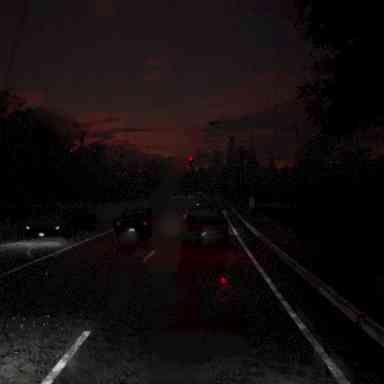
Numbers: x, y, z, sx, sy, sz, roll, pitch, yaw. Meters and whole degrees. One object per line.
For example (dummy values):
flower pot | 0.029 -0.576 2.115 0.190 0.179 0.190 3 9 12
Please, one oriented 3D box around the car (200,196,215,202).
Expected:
car | 1.411 1.412 29.988 2.033 1.411 5.357 0 0 3

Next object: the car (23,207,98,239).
car | -6.527 1.486 17.356 2.033 1.411 5.357 0 0 3

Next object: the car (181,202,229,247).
car | 0.583 1.436 14.938 1.882 1.535 5.008 0 0 3

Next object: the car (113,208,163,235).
car | -2.769 1.539 18.222 1.895 1.301 4.718 0 0 3

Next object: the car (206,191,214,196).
car | 5.272 0.670 95.259 2.033 1.411 5.357 0 1 3
